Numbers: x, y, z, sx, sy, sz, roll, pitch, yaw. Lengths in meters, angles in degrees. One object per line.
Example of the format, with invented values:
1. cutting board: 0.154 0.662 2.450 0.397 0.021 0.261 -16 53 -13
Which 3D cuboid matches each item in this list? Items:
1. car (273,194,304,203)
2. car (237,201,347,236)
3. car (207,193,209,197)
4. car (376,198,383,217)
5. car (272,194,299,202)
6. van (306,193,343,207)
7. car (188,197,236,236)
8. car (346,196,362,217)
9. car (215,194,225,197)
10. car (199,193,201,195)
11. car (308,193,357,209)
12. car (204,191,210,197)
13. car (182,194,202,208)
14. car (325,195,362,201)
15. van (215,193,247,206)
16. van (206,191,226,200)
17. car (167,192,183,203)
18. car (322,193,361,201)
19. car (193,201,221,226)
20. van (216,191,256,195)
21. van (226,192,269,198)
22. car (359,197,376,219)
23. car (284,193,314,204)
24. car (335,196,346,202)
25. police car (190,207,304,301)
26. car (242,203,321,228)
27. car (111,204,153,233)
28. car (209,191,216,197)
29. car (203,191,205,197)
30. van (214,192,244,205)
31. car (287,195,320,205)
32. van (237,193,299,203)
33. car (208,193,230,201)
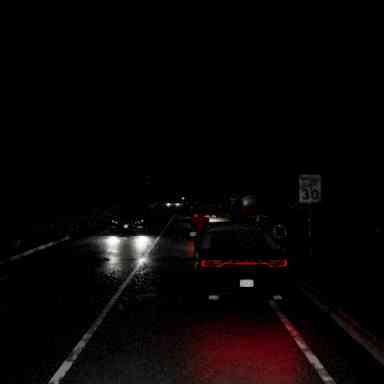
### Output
1. car: 18.553 1.201 64.186 5.366 1.575 1.946 0 1 0
2. car: 5.543 1.463 18.907 5.366 1.575 1.946 0 0 0
3. car: 5.661 1.273 60.965 4.674 1.452 2.002 0 1 0
4. car: 18.788 1.458 28.095 4.892 1.521 2.231 0 0 0
5. car: 18.740 1.181 66.963 4.892 1.521 2.231 0 1 0
6. van: 18.881 1.129 47.532 4.442 1.987 1.878 0 1 0
7. car: 0.971 1.330 18.377 2.097 1.767 4.553 0 0 0
8. car: 18.970 1.440 33.651 5.366 1.575 1.946 0 0 0
9. car: 5.700 1.404 41.340 4.892 1.521 2.231 0 0 0
10. car: -0.010 1.268 58.234 2.128 1.511 4.902 0 0 0
11. car: 18.797 1.128 44.755 5.566 2.045 2.435 0 1 0
12. car: 5.631 0.956 63.766 5.566 2.045 2.435 0 1 0
13. car: 0.008 1.416 45.089 2.033 1.411 5.357 0 0 1
14. car: 18.806 1.447 39.205 4.792 1.488 2.163 0 0 0
15. van: 5.798 1.108 49.750 4.442 1.987 1.878 0 1 0
16. van: 5.521 0.855 77.782 4.442 1.987 1.878 0 1 0
17. car: -3.335 0.981 60.230 2.150 2.045 5.566 0 1 0
18. car: 18.744 1.148 41.978 5.566 2.045 2.435 0 0 0
19. car: 0.971 1.469 24.415 1.837 1.490 4.892 0 0 0
20. van: 5.806 1.158 44.146 4.442 1.987 1.878 0 0 0
21. van: 5.595 1.226 30.123 4.442 1.987 1.878 0 0 0
22. car: 18.784 1.451 30.873 5.008 1.535 2.097 0 0 0
23. car: 18.778 1.129 58.635 4.553 1.767 2.185 0 1 0
24. car: 18.752 1.464 36.422 4.792 1.488 2.163 0 0 0
25. police car: 0.974 1.419 8.504 1.930 1.638 5.238 0 0 0
26. car: 5.727 1.503 21.710 4.674 1.452 2.002 0 0 0
27. car: -3.353 1.481 19.304 1.837 1.490 4.892 0 0 0
28. car: 5.657 1.107 46.946 5.566 2.045 2.435 0 1 0
29. car: 5.627 0.931 66.569 5.566 2.045 2.435 0 1 0
30. van: 5.793 1.082 52.553 4.442 1.987 1.878 0 1 0
31. car: 18.723 1.309 55.859 4.792 1.488 2.163 0 1 0
32. van: 5.837 1.234 24.513 4.442 1.987 1.878 0 0 0
33. car: 5.620 1.031 69.373 4.553 1.767 2.185 0 1 0
